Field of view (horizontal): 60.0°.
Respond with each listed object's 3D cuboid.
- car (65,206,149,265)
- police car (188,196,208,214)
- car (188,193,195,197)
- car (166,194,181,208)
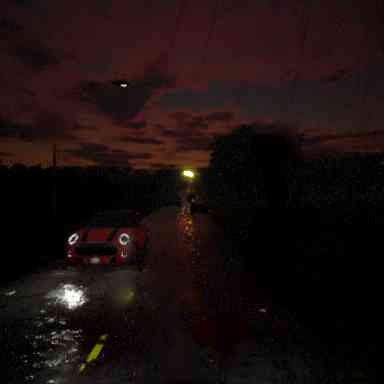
[{"bbox_3d":[-2.861,1.452,12.085,2.097,1.767,4.553,0,0,0],"label":"car"},{"bbox_3d":[0.788,1.609,37.994,1.930,1.638,5.238,0,0,0],"label":"police car"},{"bbox_3d":[0.771,1.458,53.855,2.097,1.767,4.553,0,0,0],"label":"car"},{"bbox_3d":[-2.875,1.339,52.409,2.150,2.045,5.566,0,0,0],"label":"car"}]
